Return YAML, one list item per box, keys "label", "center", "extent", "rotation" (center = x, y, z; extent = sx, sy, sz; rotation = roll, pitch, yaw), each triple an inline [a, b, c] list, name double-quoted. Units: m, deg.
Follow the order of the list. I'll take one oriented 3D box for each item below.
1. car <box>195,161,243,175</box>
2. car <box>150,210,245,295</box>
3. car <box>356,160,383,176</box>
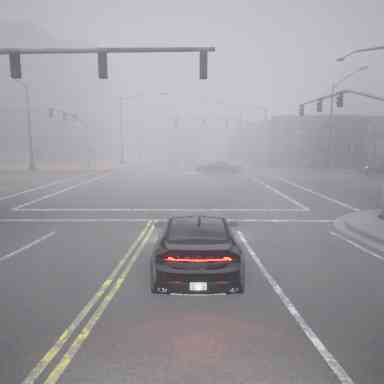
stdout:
- label: "car"
  center: [3.035, -2.736, 37.452]
  extent: [5.357, 1.411, 2.033]
  rotation: [4, 9, 24]
- label: "car"
  center: [0.113, 1.198, 8.086]
  extent: [1.837, 1.490, 4.892]
  rotation: [0, 4, 0]
- label: "car"
  center: [20.130, -2.660, 35.544]
  extent: [4.553, 1.767, 2.097]
  rotation: [0, 8, 0]
